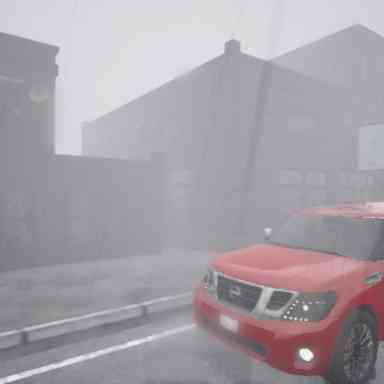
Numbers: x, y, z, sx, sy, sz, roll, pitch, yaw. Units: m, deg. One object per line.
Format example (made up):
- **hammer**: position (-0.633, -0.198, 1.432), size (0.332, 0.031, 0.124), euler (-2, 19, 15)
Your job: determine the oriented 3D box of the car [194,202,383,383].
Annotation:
- **car**: position (2.690, 1.220, 5.604), size (5.566, 2.045, 2.150), euler (0, 0, -35)
